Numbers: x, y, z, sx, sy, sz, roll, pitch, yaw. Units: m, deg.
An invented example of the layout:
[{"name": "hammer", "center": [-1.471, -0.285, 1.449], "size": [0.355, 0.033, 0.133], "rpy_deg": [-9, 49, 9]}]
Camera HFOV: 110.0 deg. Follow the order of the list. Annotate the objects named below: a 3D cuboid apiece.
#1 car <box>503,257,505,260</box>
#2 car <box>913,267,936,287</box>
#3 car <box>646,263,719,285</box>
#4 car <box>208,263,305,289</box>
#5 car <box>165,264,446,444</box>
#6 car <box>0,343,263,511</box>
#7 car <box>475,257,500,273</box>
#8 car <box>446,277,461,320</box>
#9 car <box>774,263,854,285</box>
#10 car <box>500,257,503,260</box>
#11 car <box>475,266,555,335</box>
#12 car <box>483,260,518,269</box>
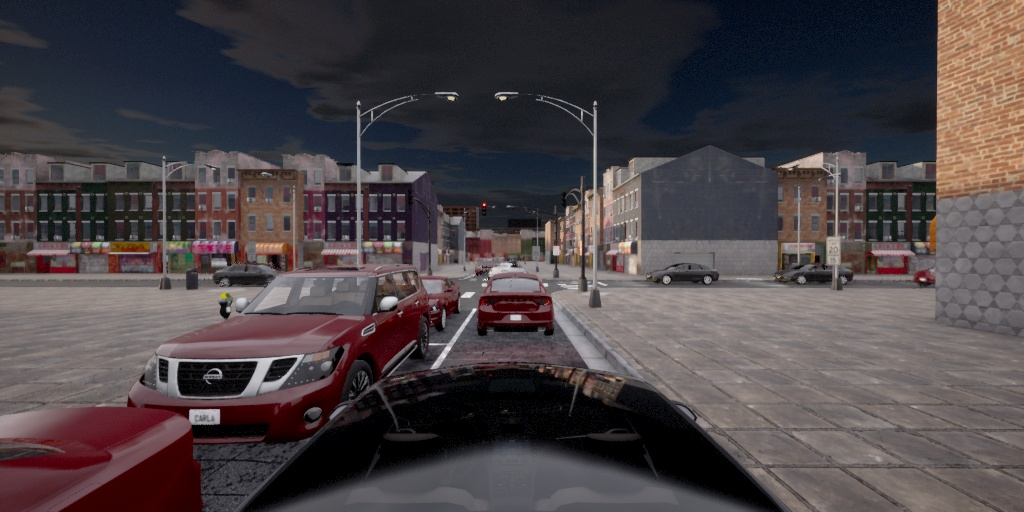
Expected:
[{"name": "car", "center": [-2.684, 1.337, 64.575], "size": [2.007, 1.370, 4.403], "rpy_deg": [0, 0, 0]}, {"name": "car", "center": [28.481, 1.330, 22.848], "size": [4.674, 1.442, 1.812], "rpy_deg": [0, 0, 0]}, {"name": "car", "center": [12.210, 1.264, 25.812], "size": [4.892, 1.490, 1.837], "rpy_deg": [0, 0, 0]}, {"name": "car", "center": [-16.211, 1.254, 22.891], "size": [4.892, 1.490, 1.837], "rpy_deg": [0, 0, 0]}, {"name": "car", "center": [-2.641, 1.064, 5.598], "size": [2.192, 1.841, 5.009], "rpy_deg": [0, 0, 0]}, {"name": "car", "center": [-2.638, 1.295, 0.164], "size": [1.888, 1.381, 4.507], "rpy_deg": [0, 0, 0]}, {"name": "car", "center": [-2.665, 1.072, 37.441], "size": [2.192, 1.841, 5.009], "rpy_deg": [0, 0, 0]}, {"name": "car", "center": [-2.645, 1.294, 11.032], "size": [1.888, 1.381, 4.507], "rpy_deg": [0, 0, 0]}, {"name": "car", "center": [21.599, 1.276, 25.803], "size": [4.892, 1.490, 1.837], "rpy_deg": [0, 0, 0]}, {"name": "car", "center": [-2.673, 1.081, 48.295], "size": [2.192, 1.841, 5.009], "rpy_deg": [0, 0, 0]}, {"name": "car", "center": [0.090, 1.227, 10.496], "size": [1.882, 1.535, 5.008], "rpy_deg": [0, 0, 0]}, {"name": "car", "center": [-0.407, 1.279, 29.702], "size": [1.812, 1.442, 4.674], "rpy_deg": [1, 0, 20]}]
